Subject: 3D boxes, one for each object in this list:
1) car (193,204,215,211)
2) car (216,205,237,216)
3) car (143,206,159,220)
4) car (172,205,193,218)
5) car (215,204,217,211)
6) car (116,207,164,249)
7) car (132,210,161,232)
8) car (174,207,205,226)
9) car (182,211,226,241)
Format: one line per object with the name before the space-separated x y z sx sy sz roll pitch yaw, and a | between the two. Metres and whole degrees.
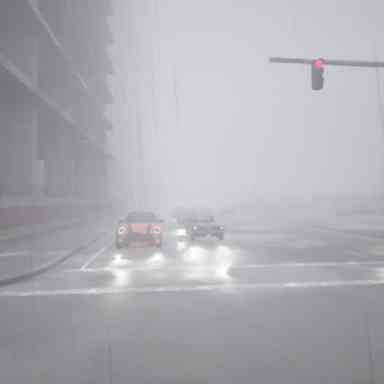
car | 1.621 2.588 46.977 1.882 1.535 5.008 0 -1 -5
car | 5.089 2.635 47.488 1.812 1.442 4.674 0 -1 -5
car | -4.783 2.479 39.424 1.812 1.442 4.674 0 -1 -6
car | -1.490 2.542 41.653 2.033 1.411 5.357 0 -1 -6
car | 4.048 2.876 57.305 1.812 1.442 4.674 0 -1 -6
car | -2.507 1.746 16.667 2.097 1.767 4.553 0 -1 -5
car | -3.453 2.173 26.088 2.033 1.411 5.357 0 -1 -6
car | -0.332 2.309 30.034 1.895 1.301 4.718 0 -1 -6
car | 0.689 2.060 19.896 1.895 1.301 4.718 0 -1 -6
